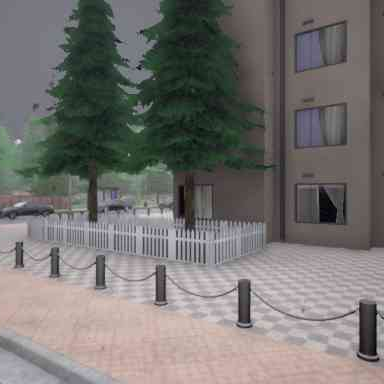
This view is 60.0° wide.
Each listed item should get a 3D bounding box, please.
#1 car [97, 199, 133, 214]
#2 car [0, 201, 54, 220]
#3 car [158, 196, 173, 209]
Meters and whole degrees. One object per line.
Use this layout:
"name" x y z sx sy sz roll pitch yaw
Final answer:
"car" -8.663 1.476 36.134 2.128 1.511 4.902 0 0 37
"car" -14.255 1.510 28.674 1.812 1.442 4.674 0 0 37
"car" -2.491 1.336 44.299 2.097 1.767 4.553 0 0 37
